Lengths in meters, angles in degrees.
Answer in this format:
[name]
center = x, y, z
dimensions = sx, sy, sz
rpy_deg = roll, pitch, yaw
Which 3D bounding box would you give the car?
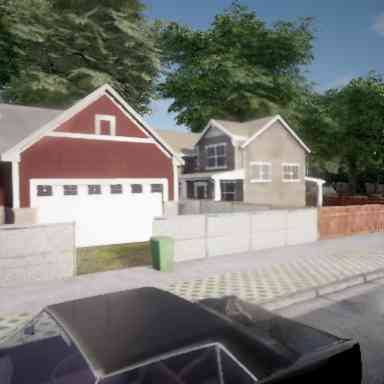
[car]
center = -0.809, 1.600, 2.494
dimensions = 4.718, 1.301, 1.895
rpy_deg = 0, 0, -36
